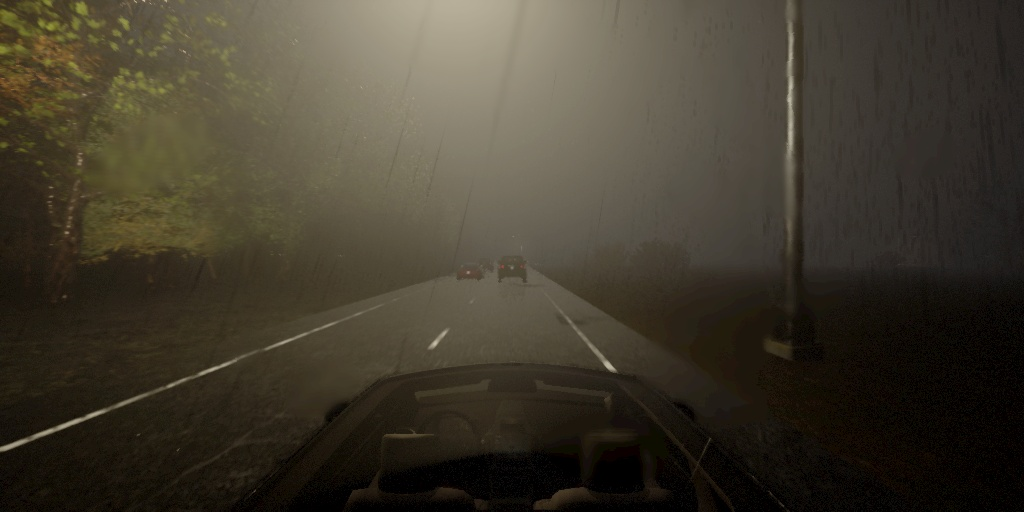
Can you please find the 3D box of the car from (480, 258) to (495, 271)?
[{"bbox_3d":[-3.425,1.017,47.043,2.097,1.767,4.553,0,0,0],"label":"car"}]

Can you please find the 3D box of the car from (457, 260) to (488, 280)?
[{"bbox_3d":[-3.454,1.265,30.629,1.994,1.385,4.181,0,0,1],"label":"car"}]

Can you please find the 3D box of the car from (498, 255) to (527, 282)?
[{"bbox_3d":[0.029,0.928,28.620,2.150,2.045,5.566,0,0,1],"label":"car"}]
